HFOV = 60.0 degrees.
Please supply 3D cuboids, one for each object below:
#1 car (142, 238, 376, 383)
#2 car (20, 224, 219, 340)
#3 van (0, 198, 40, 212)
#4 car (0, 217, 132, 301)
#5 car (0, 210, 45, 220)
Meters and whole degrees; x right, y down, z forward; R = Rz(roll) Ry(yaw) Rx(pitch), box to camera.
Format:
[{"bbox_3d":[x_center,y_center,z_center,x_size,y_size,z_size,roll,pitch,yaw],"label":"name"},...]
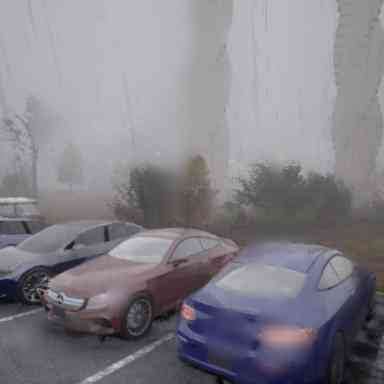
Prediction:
[{"bbox_3d":[1.615,1.517,5.218,2.002,1.452,4.674,0,0,36],"label":"car"},{"bbox_3d":[-0.624,1.511,6.821,2.002,1.452,4.674,0,0,36],"label":"car"},{"bbox_3d":[-7.283,1.206,11.713,1.878,1.987,4.442,1,0,36],"label":"van"},{"bbox_3d":[-2.888,1.492,8.397,2.163,1.488,4.792,0,0,36],"label":"car"},{"bbox_3d":[-5.094,1.477,10.044,2.163,1.488,4.792,0,0,35],"label":"car"}]
